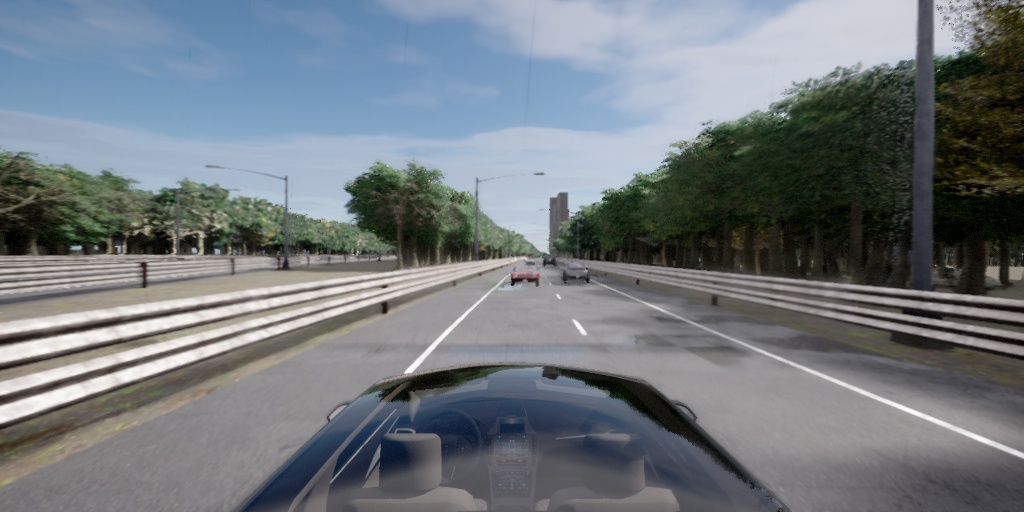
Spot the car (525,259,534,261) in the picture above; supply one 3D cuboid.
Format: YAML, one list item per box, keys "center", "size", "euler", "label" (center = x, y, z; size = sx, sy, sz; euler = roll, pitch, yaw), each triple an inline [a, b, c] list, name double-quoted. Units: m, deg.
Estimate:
- center: [3.124, 1.151, 65.338]
  size: [1.895, 1.301, 4.718]
  euler: [1, 0, 3]
  label: "car"

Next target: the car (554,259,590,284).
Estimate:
- center: [4.557, 1.182, 26.509]
  size: [2.128, 1.511, 4.902]
  euler: [1, 0, 3]
  label: "car"

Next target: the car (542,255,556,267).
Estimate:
- center: [6.480, 0.814, 62.523]
  size: [2.150, 2.045, 5.566]
  euler: [1, 0, 3]
  label: "car"

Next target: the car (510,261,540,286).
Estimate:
- center: [0.938, 1.263, 24.538]
  size: [1.895, 1.301, 4.718]
  euler: [1, 0, 3]
  label: "car"
